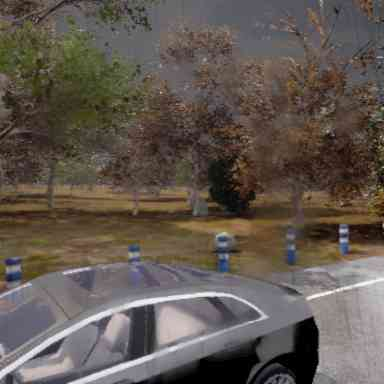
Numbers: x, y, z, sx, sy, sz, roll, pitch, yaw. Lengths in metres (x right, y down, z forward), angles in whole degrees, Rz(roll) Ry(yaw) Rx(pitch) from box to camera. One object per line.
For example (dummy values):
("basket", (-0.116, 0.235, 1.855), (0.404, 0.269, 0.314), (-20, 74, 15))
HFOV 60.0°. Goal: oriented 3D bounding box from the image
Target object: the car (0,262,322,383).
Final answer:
("car", (-0.931, 1.477, 2.832), (4.902, 1.511, 2.128), (0, 0, -35))
